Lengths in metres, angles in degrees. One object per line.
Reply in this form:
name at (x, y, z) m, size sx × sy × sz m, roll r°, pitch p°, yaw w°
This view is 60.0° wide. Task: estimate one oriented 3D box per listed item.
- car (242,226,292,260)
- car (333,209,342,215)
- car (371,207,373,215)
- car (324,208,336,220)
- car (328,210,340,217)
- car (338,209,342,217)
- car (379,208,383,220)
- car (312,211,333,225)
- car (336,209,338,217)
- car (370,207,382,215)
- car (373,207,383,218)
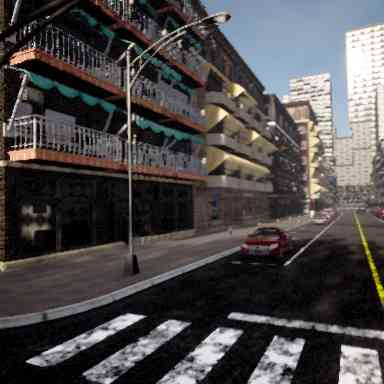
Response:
car at (3.600, 2.285, 15.519) m, size 1.802 × 1.307 × 4.206 m, roll -3°, pitch -3°, yaw 26°
car at (37.664, 5.120, 86.108) m, size 1.802 × 1.307 × 4.206 m, roll -3°, pitch -3°, yaw 26°
car at (37.884, 3.937, 67.341) m, size 2.192 × 1.841 × 5.009 m, roll -3°, pitch -3°, yaw 26°
car at (18.208, 3.357, 45.773) m, size 1.967 × 1.590 × 4.097 m, roll -3°, pitch -3°, yaw 26°
car at (30.351, 4.481, 70.990) m, size 2.008 × 1.369 × 4.403 m, roll -3°, pitch -3°, yaw 26°
car at (27.924, 4.042, 65.954) m, size 2.192 × 1.841 × 5.009 m, roll -3°, pitch -3°, yaw 26°
car at (28.223, 3.343, 47.318) m, size 1.752 × 1.417 × 4.829 m, roll -3°, pitch -3°, yaw 26°
car at (15.777, 3.296, 40.725) m, size 1.802 × 1.307 × 4.206 m, roll -3°, pitch -3°, yaw 26°
car at (20.646, 3.669, 50.808) m, size 2.008 × 1.369 × 4.403 m, roll -3°, pitch -3°, yaw 26°
car at (42.754, 4.342, 77.423) m, size 2.192 × 1.841 × 5.009 m, roll -3°, pitch -3°, yaw 26°
car at (33.013, 3.532, 57.259) m, size 2.192 × 1.841 × 5.009 m, roll -3°, pitch -3°, yaw 26°
